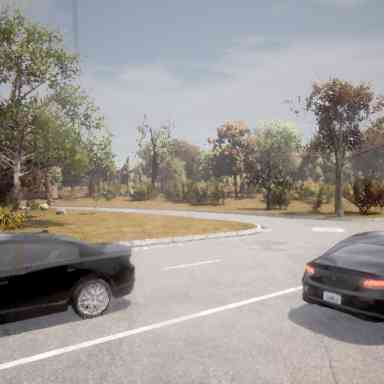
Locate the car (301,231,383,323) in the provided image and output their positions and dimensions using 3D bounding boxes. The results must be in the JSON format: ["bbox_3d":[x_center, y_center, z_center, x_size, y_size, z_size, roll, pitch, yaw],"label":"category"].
[{"bbox_3d":[4.103,1.524,6.677,4.674,1.442,1.812,0,0,-36],"label":"car"}]

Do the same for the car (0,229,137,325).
[{"bbox_3d":[-3.450,1.477,5.819,5.008,1.535,1.882,0,0,-35],"label":"car"}]

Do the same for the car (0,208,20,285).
[{"bbox_3d":[-6.719,1.352,7.787,4.553,1.767,2.097,0,0,-35],"label":"car"}]
